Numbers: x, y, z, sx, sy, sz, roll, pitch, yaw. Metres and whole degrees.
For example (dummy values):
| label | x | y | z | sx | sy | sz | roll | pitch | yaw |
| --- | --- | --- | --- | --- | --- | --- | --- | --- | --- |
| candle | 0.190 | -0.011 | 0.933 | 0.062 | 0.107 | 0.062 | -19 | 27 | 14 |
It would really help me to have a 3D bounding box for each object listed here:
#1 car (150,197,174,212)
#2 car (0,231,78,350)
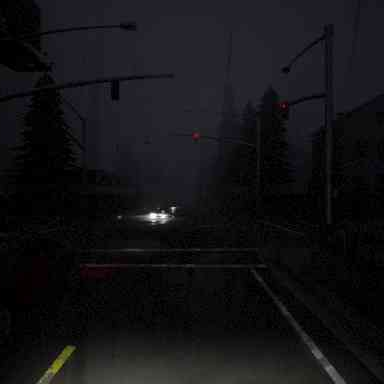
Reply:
| label | x | y | z | sx | sy | sz | roll | pitch | yaw |
| --- | --- | --- | --- | --- | --- | --- | --- | --- | --- |
| car | -3.618 | 1.491 | 38.108 | 2.128 | 1.511 | 4.902 | 0 | 0 | 0 |
| car | -3.599 | 1.526 | 6.234 | 1.812 | 1.442 | 4.674 | 0 | 0 | 0 |
